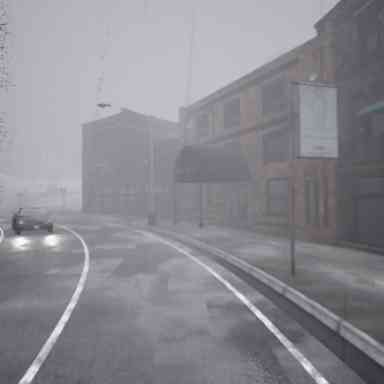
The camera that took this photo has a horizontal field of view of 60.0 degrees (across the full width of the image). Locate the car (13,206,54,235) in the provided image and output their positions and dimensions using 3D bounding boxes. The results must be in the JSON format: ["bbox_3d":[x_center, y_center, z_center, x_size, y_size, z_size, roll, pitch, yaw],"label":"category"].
[{"bbox_3d":[-9.395,1.596,19.533,1.812,1.442,4.674,0,0,-32],"label":"car"}]
